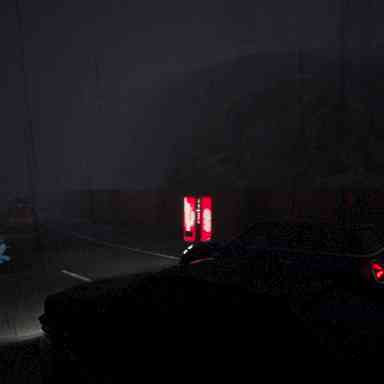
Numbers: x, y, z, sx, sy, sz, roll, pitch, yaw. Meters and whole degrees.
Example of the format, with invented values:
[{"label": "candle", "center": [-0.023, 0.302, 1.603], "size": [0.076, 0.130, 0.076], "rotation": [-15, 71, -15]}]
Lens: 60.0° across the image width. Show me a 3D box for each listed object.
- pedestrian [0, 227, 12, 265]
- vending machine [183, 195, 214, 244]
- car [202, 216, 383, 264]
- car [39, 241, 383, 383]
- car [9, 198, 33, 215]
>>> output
[{"label": "pedestrian", "center": [-5.826, 1.574, 10.162], "size": [0.375, 1.300, 0.375], "rotation": [0, 0, -44]}, {"label": "vending machine", "center": [0.287, 1.195, 15.033], "size": [1.100, 2.100, 0.880], "rotation": [0, 0, -45]}, {"label": "car", "center": [1.874, 1.351, 7.247], "size": [4.553, 1.767, 2.097], "rotation": [0, 0, 38]}, {"label": "car", "center": [0.345, 1.547, 3.897], "size": [5.357, 1.411, 2.033], "rotation": [0, 0, 38]}, {"label": "car", "center": [-17.623, 1.352, 34.308], "size": [2.097, 1.767, 4.553], "rotation": [0, 0, -26]}]
